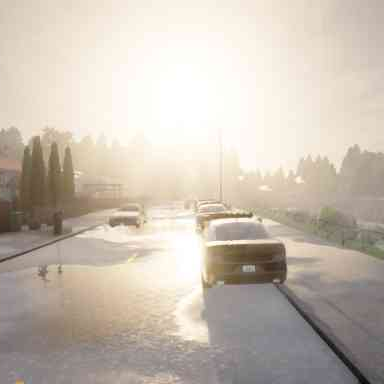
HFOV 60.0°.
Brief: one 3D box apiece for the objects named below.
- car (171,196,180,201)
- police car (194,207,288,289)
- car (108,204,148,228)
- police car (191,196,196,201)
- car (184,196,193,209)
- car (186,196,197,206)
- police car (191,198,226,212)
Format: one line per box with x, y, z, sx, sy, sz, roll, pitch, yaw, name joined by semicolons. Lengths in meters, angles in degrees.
-4.093;1.564;83.148;1.994;1.385;4.181;0;0;0;car
1.150;1.401;9.354;1.930;1.638;5.238;-2;-1;0;police car
-4.125;1.547;22.300;2.033;1.411;5.357;0;0;0;car
1.118;1.375;25.338;1.930;1.638;5.238;-4;0;0;police car
-0.015;1.564;45.227;1.994;1.385;4.181;0;0;0;car
-0.063;1.505;57.588;1.837;1.490;4.892;0;0;0;car
1.122;1.375;19.346;1.930;1.638;5.238;-4;0;0;police car
